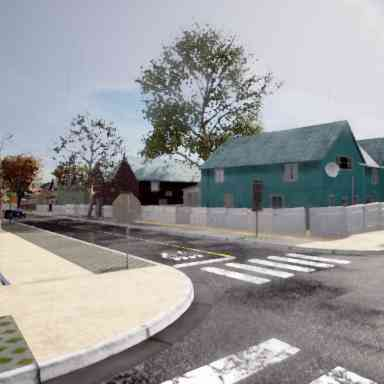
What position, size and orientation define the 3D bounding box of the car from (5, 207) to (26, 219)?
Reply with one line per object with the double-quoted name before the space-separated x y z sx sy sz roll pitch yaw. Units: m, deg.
"car" -23.313 2.741 43.919 1.994 1.385 4.181 1 -2 -36
